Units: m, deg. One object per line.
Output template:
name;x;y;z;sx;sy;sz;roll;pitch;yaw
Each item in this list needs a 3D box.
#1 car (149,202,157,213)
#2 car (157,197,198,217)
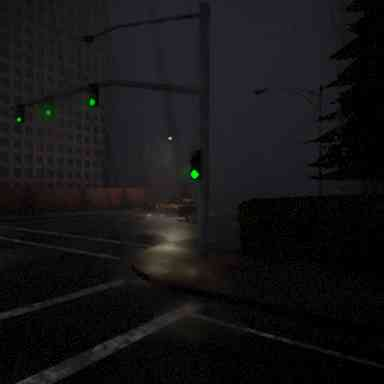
car;-2.436;1.274;34.660;2.097;1.767;4.553;0;0;36
car;-0.666;1.421;31.125;1.882;1.535;5.008;0;0;36
